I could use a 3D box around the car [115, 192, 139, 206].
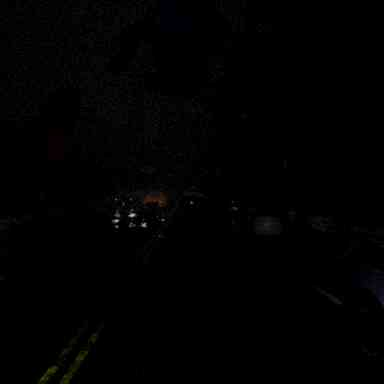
[{"bbox_3d":[-6.580,0.730,34.174,1.895,1.301,4.718,0,2,0],"label":"car"}]

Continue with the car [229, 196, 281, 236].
[{"bbox_3d":[3.259,1.228,16.761,1.882,1.535,5.008,0,2,0],"label":"car"}]

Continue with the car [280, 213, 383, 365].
[{"bbox_3d":[3.254,1.393,5.773,2.033,1.649,4.856,0,1,0],"label":"car"}]

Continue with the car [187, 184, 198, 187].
[{"bbox_3d":[0.123,-0.200,57.805,1.812,1.442,4.674,0,2,0],"label":"car"}]

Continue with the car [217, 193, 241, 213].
[{"bbox_3d":[3.264,0.875,27.753,1.837,1.490,4.892,0,2,0],"label":"car"}]

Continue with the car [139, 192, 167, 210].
[{"bbox_3d":[-3.332,0.743,30.548,1.882,1.535,5.008,0,2,0],"label":"car"}]

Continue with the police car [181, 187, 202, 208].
[{"bbox_3d":[-0.014,0.629,32.187,1.930,1.638,5.238,0,2,0],"label":"police car"}]
